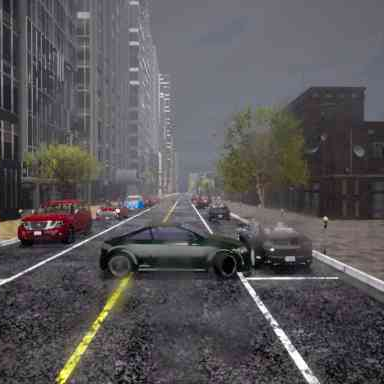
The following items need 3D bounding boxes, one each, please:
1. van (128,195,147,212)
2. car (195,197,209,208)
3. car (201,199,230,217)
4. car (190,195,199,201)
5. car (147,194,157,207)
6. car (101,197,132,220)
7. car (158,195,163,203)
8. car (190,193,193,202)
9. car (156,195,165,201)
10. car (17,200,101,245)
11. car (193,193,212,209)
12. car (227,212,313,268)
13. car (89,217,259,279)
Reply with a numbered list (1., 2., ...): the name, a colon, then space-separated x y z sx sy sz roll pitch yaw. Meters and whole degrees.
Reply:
1. van: -6.637 1.329 38.518 1.690 1.788 3.998 -1 0 -1
2. car: 1.463 1.509 49.954 1.752 1.417 4.829 -1 0 -1
3. car: 2.051 1.543 26.918 2.008 1.369 4.403 -1 0 -1
4. car: 0.637 1.538 82.981 1.947 1.339 4.313 -1 0 -1
5. car: -6.914 1.299 49.584 2.192 1.841 5.009 -1 0 -1
6. car: -6.352 1.432 26.724 1.967 1.590 4.097 -1 0 -1
7. car: -7.326 1.522 66.184 1.887 1.381 4.507 -1 0 -1
8. car: 0.910 1.291 71.915 2.192 1.841 5.009 -1 0 -1
9. car: -7.738 1.497 82.613 1.752 1.417 4.829 -1 0 -1
10. car: -6.167 1.310 15.656 2.192 1.841 5.009 -1 0 -1
11. car: 1.602 1.301 44.251 2.192 1.841 5.009 -1 0 -1
12. car: 2.566 1.548 11.058 2.008 1.369 4.403 -1 0 -1
13. car: -0.453 1.557 9.454 4.181 1.385 1.994 0 0 -1
